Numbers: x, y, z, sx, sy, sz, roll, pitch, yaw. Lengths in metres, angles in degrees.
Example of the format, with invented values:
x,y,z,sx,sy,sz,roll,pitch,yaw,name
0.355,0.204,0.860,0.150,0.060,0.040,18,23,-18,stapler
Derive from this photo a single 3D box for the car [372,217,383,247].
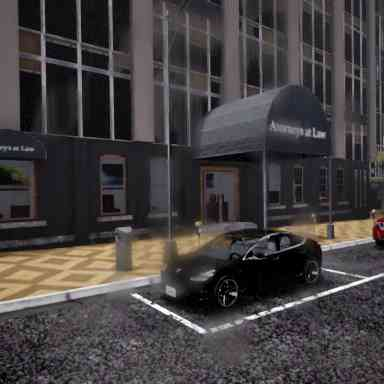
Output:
x,y,z,sx,sy,sz,roll,pitch,yaw,name
9.603,1.313,14.003,5.009,1.841,2.192,0,-1,-37,car

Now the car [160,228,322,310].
x,y,z,sx,sy,sz,roll,pitch,yaw,name
1.325,1.565,7.805,4.313,1.339,1.947,0,-1,-37,car
